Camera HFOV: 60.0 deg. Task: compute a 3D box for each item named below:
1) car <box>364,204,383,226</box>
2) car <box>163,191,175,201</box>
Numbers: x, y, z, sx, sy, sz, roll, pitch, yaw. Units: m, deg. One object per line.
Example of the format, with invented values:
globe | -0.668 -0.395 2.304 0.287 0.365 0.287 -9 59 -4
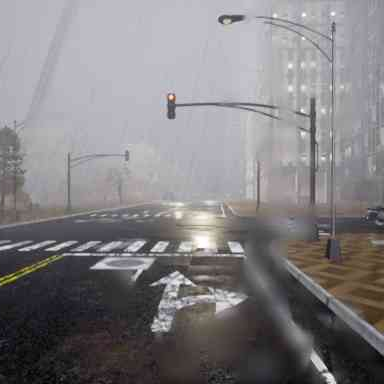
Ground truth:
car | 13.090 1.352 20.012 4.902 1.511 2.128 0 0 5
car | -5.067 0.840 73.791 2.150 2.045 5.566 0 0 4
